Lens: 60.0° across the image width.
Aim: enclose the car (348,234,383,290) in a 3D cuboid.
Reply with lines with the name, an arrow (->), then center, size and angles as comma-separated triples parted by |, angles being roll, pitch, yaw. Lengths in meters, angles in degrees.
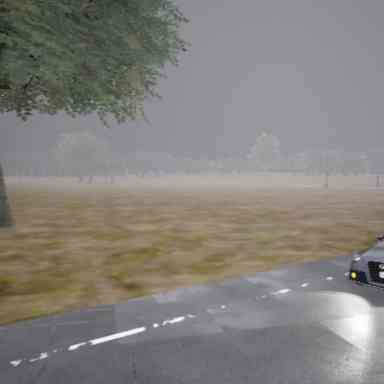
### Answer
car -> 5.643, 1.531, 8.015 | 4.181, 1.385, 1.994 | -1, 0, -35
